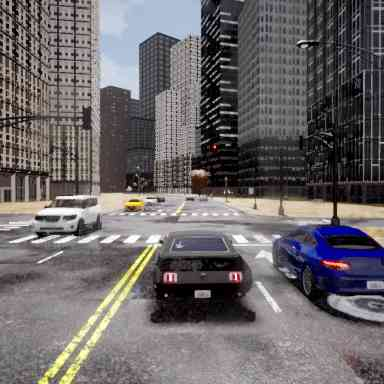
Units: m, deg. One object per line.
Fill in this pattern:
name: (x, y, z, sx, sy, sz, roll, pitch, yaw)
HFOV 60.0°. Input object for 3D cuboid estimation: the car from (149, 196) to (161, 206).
car: (-6.566, 1.468, 53.077, 1.812, 1.442, 4.674, 0, 0, 0)

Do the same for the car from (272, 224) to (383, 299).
car: (3.347, 1.523, 8.338, 1.812, 1.442, 4.674, 0, 0, 1)

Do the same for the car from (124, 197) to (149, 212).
car: (-6.574, 1.447, 38.531, 1.882, 1.535, 5.008, 0, 0, 0)

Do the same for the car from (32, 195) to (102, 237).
car: (-6.583, 1.221, 18.325, 2.150, 2.045, 5.566, 0, 0, 0)

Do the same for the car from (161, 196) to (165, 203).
car: (-6.551, 1.467, 68.238, 1.994, 1.385, 4.181, 0, 0, 0)

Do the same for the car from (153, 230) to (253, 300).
car: (0.104, 1.598, 8.367, 1.895, 1.301, 4.718, 0, 0, -3)

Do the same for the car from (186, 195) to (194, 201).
car: (-0.503, 1.469, 80.524, 1.895, 1.301, 4.718, 0, 0, -4)

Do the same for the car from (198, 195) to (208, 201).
car: (2.746, 1.397, 80.640, 1.812, 1.442, 4.674, 0, 0, -4)
